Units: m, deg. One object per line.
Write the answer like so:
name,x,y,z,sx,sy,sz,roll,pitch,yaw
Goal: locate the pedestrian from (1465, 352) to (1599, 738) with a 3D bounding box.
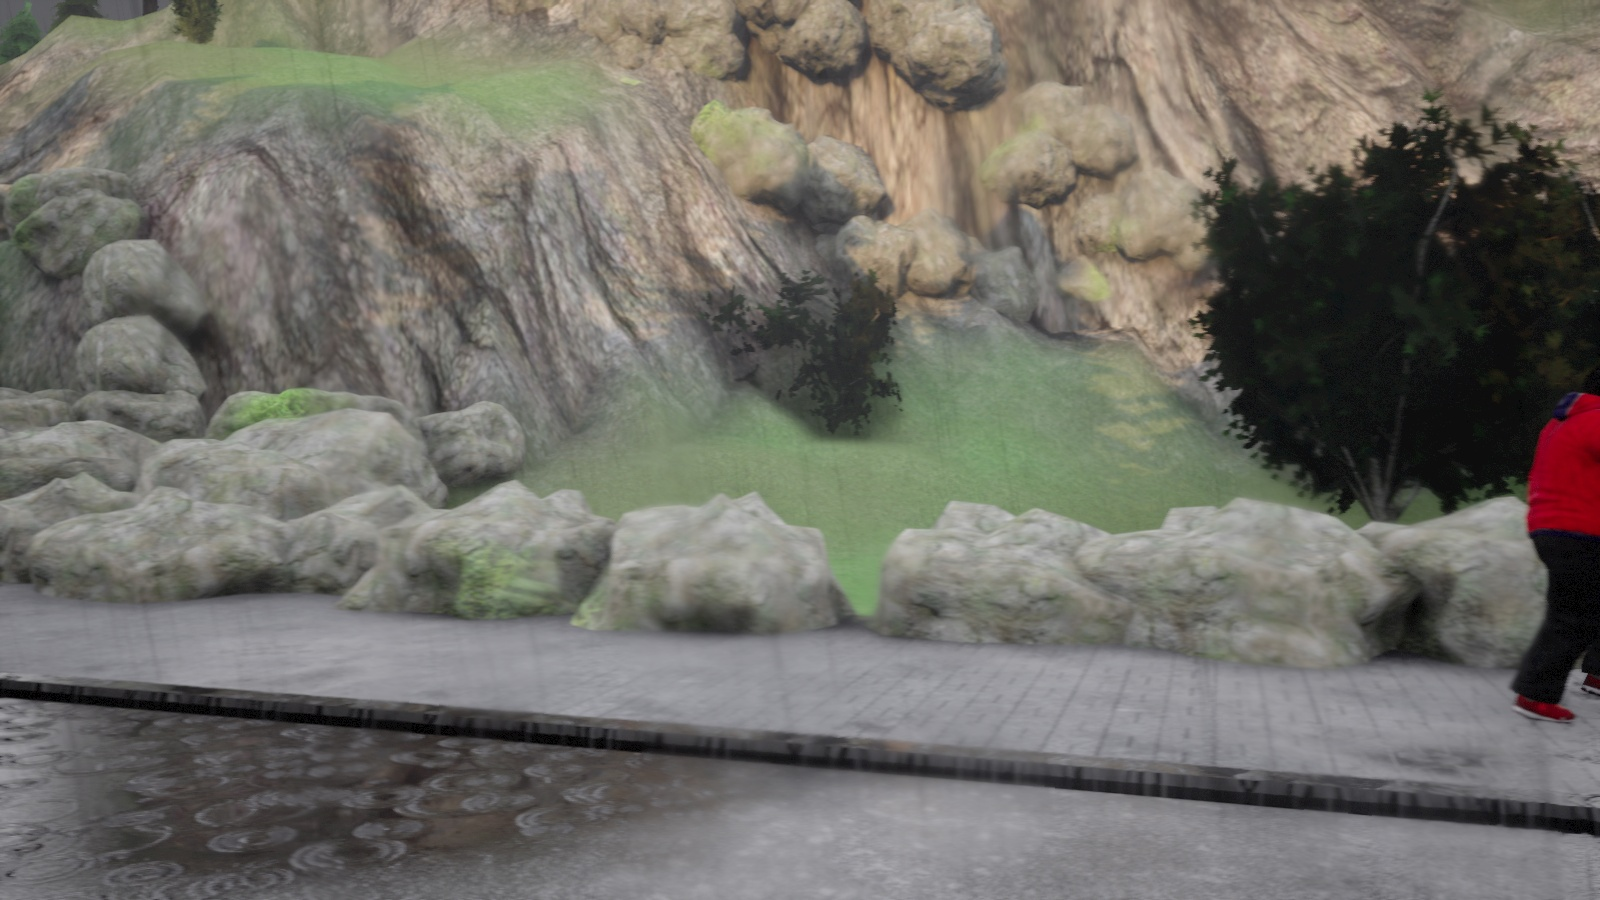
pedestrian,3.927,0.451,6.283,0.899,1.844,0.634,0,1,11
